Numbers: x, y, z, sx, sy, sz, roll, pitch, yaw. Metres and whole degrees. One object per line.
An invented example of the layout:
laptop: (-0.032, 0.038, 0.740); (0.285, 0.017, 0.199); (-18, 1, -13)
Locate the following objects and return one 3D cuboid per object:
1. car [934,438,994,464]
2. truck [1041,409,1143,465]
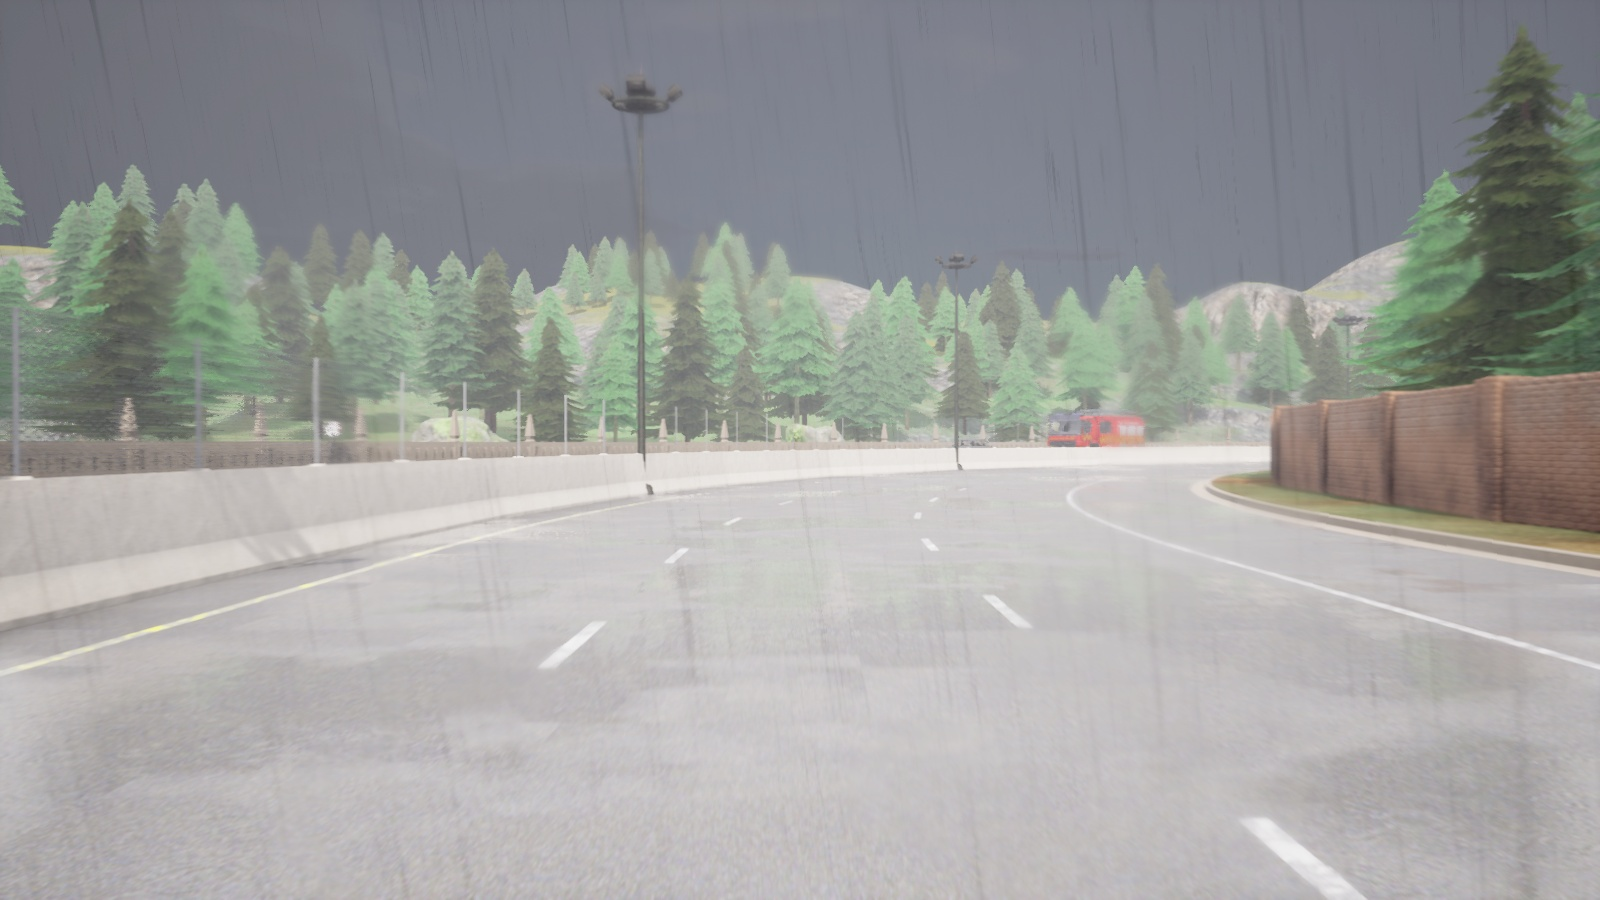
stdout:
car: (11.765, 0.070, 90.014); (1.932, 1.855, 4.605); (0, 0, 42)
truck: (20.871, -0.900, 89.342); (8.468, 3.827, 2.891); (0, 0, -44)
